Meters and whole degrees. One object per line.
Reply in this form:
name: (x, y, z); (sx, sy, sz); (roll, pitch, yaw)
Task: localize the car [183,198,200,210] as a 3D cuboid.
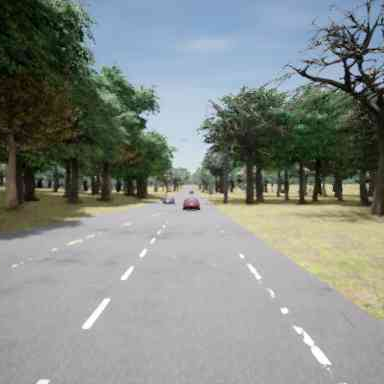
car: (-0.070, 1.378, 40.544); (1.994, 1.385, 4.181); (0, 0, 0)

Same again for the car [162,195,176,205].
car: (-3.621, 1.230, 52.647); (2.128, 1.511, 4.902); (0, 0, 1)
